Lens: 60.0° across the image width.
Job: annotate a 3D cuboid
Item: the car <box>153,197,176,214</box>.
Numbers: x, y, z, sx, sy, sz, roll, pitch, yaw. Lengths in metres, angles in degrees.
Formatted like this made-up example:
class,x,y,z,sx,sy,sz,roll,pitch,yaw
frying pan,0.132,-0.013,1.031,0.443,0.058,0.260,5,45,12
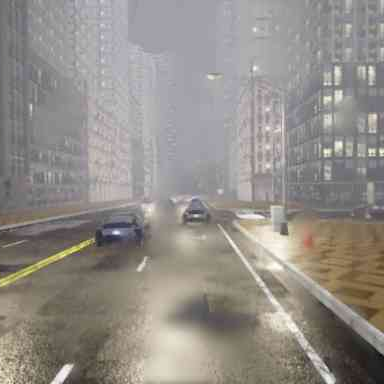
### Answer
class,x,y,z,sx,sy,sz,roll,pitch,yaw
car,-2.791,1.518,36.441,1.882,1.535,5.008,-1,1,1

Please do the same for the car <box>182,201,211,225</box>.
class,x,y,z,sx,sy,sz,roll,pitch,yaw
car,0.326,1.598,24.367,1.994,1.385,4.181,-1,-1,1

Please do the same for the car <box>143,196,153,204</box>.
class,x,y,z,sx,sy,sz,roll,pitch,yaw
car,-9.052,1.625,69.015,1.837,1.490,4.892,-1,0,1

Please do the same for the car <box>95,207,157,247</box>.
class,x,y,z,sx,sy,sz,roll,pitch,yaw
car,-3.014,1.601,15.375,1.994,1.385,4.181,-1,0,1

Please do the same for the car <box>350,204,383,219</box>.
class,x,y,z,sx,sy,sz,roll,pitch,yaw
car,16.202,1.688,29.013,4.403,1.369,2.008,0,0,0

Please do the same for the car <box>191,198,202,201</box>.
class,x,y,z,sx,sy,sz,roll,pitch,yaw
car,0.539,1.533,43.596,1.812,1.442,4.674,0,0,1

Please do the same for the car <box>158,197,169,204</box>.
class,x,y,z,sx,sy,sz,roll,pitch,yaw
car,-5.802,1.689,68.950,1.895,1.301,4.718,-1,0,1
